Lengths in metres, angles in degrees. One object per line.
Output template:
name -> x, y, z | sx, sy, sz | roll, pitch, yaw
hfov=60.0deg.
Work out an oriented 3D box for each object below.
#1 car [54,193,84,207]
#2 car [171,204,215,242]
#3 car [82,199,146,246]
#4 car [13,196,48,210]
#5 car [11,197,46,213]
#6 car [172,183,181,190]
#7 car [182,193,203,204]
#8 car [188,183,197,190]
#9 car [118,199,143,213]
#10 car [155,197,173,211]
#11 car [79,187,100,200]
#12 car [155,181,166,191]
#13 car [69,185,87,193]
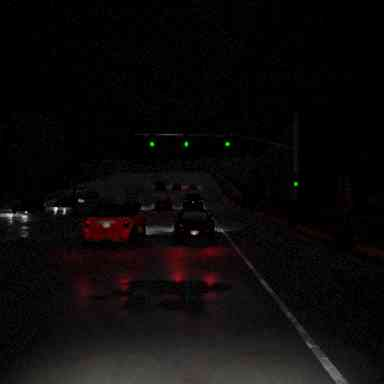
car -> -17.553, 1.283, 46.837 | 2.033, 1.411, 5.357 | 0, 2, 0
car -> 0.098, 1.508, 16.176 | 1.812, 1.442, 4.674 | 0, 0, 0
car -> -3.403, 1.335, 15.364 | 2.097, 1.767, 4.553 | 0, 0, 0
car -> -21.079, 1.396, 43.699 | 2.033, 1.411, 5.357 | 0, 2, 0
car -> -17.580, 1.457, 36.039 | 1.837, 1.490, 4.892 | 0, 0, 0
car -> -3.366, -1.367, 73.702 | 1.882, 1.535, 5.008 | 0, 7, 0
car -> 0.095, 1.167, 38.331 | 2.150, 2.045, 5.566 | 0, 0, 0
car -> 0.134, -1.367, 73.683 | 1.882, 1.535, 5.008 | 0, 7, 0
car -> -6.906, 1.549, 37.705 | 1.895, 1.301, 4.718 | 0, 0, 0
car -> -3.404, 1.398, 40.798 | 1.882, 1.535, 5.008 | 0, 1, 0
car -> -17.495, 0.512, 57.858 | 1.837, 1.490, 4.892 | 0, 6, 1
car -> -6.871, -1.516, 72.892 | 2.150, 2.045, 5.566 | 0, 7, 0
car -> -20.932, -0.133, 61.581 | 2.150, 2.045, 5.566 | 0, 6, 0
